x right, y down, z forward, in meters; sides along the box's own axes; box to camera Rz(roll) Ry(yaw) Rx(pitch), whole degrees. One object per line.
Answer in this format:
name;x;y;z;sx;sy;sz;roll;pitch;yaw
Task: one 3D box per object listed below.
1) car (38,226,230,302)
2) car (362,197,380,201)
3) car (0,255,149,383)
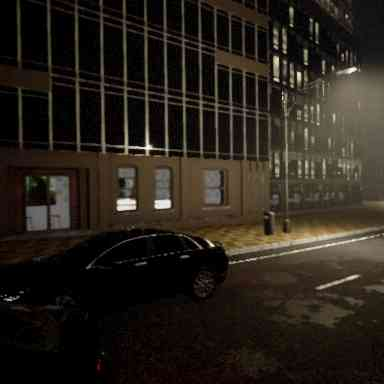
car;-1.405;1.520;6.788;4.892;1.490;1.837;0;0;-37
car;42.463;1.590;79.478;4.206;1.307;1.802;0;1;45
car;-2.856;1.507;1.725;4.892;1.490;1.837;0;0;-35
